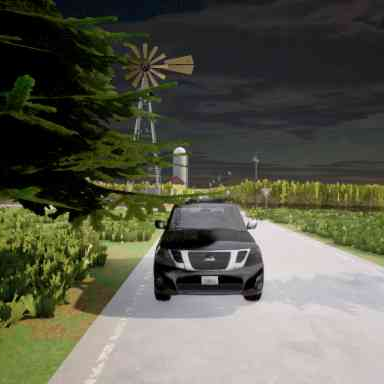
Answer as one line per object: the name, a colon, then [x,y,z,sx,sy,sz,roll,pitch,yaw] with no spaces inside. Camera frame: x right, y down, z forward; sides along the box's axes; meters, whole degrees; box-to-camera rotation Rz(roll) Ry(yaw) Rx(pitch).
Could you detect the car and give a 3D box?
car: [0.334,1.221,8.691,2.150,2.045,5.566,0,0,0]
